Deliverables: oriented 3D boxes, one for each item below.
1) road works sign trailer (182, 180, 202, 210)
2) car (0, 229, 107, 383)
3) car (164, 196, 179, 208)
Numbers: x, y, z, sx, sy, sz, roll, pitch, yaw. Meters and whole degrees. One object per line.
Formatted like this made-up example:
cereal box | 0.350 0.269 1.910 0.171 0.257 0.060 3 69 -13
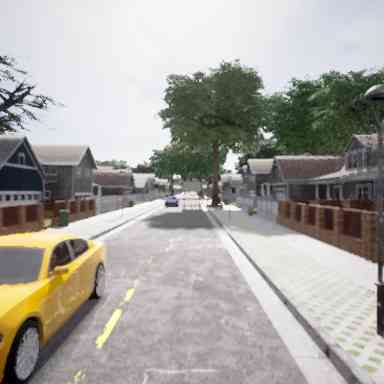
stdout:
road works sign trailer | 0.012 0.355 40.720 2.380 3.560 2.880 0 0 0
car | -2.848 1.472 5.526 1.882 1.535 5.008 0 0 0
car | -2.824 1.346 46.924 1.882 1.535 5.008 0 0 0
